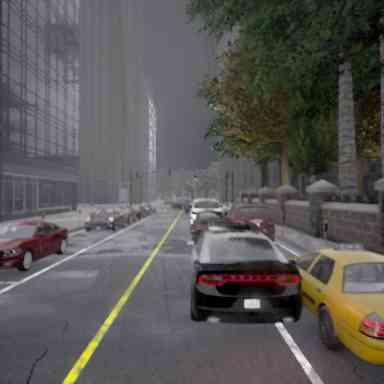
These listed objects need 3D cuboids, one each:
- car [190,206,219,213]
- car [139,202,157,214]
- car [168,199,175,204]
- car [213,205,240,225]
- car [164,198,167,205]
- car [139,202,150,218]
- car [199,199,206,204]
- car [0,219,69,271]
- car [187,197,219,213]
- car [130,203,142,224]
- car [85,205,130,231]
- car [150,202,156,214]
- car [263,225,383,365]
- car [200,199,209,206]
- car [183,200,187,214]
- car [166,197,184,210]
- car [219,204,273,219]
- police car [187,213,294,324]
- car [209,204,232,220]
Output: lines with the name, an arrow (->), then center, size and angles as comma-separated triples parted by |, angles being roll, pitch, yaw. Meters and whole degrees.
car -> 0.927, 1.716, 17.510 | 1.837, 1.490, 4.892 | 0, -1, 0
car -> -5.702, 2.062, 43.994 | 1.752, 1.417, 4.829 | 0, -1, 0
car -> -5.639, 2.721, 92.442 | 1.802, 1.307, 4.206 | 0, -1, 0
car -> 2.803, 1.859, 27.956 | 1.752, 1.417, 4.829 | 0, -1, 0
car -> -5.653, 2.317, 81.572 | 2.192, 1.841, 5.009 | 0, -1, 0
car -> -5.716, 1.950, 33.251 | 1.887, 1.381, 4.507 | 0, -1, 0
car -> 2.886, 2.682, 92.432 | 2.008, 1.369, 4.403 | 0, -1, 0
car -> -5.744, 1.687, 11.424 | 1.887, 1.381, 4.507 | 0, -1, 0
car -> 0.935, 1.507, 23.543 | 2.150, 2.045, 5.566 | 0, -1, 0
car -> -5.723, 1.890, 27.794 | 2.008, 1.369, 4.403 | 0, -1, 0
car -> -5.730, 1.714, 22.339 | 1.967, 1.590, 4.097 | 0, -1, 0
car -> -5.709, 1.912, 38.709 | 1.967, 1.590, 4.097 | 0, -1, 0
car -> 2.774, 1.596, 6.131 | 1.752, 1.417, 4.829 | 0, -1, 0
car -> 2.865, 2.366, 76.122 | 1.967, 1.590, 4.097 | 0, -1, 0
car -> 0.074, 2.046, 43.155 | 1.812, 1.442, 4.674 | 0, -1, 1
car -> -1.544, 1.998, 53.460 | 2.097, 1.767, 4.553 | 2, -1, -38
car -> 2.788, 1.515, 16.876 | 2.192, 1.841, 5.009 | 0, -1, 0
police car -> 0.914, 1.516, 7.622 | 1.930, 1.638, 5.238 | 0, -1, 0
car -> 2.810, 1.963, 33.241 | 1.947, 1.339, 4.313 | 0, -1, 0
